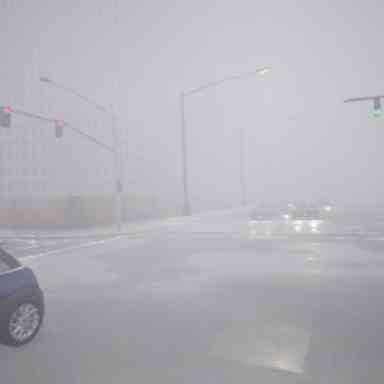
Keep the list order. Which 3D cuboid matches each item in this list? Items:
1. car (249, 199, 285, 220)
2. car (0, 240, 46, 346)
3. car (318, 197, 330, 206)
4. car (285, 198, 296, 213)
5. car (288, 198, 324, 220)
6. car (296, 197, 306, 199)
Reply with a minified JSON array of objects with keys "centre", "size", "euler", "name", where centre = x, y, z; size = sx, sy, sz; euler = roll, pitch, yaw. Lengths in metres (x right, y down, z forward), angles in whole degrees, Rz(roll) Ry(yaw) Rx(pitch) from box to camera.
[{"centre":[6.594,1.656,29.657],"size":[2.033,1.411,5.357],"euler":[-3,-1,24],"name":"car"},{"centre":[-4.216,1.566,4.148],"size":[2.097,1.767,4.553],"euler":[-2,-1,23],"name":"car"},{"centre":[19.736,1.455,50.352],"size":[1.895,1.301,4.718],"euler":[-3,-1,25],"name":"car"},{"centre":[10.040,1.569,37.113],"size":[1.837,1.490,4.892],"euler":[-3,0,24],"name":"car"},{"centre":[9.655,1.533,27.928],"size":[1.994,1.385,4.181],"euler":[-3,-1,24],"name":"car"},{"centre":[17.687,1.528,54.270],"size":[2.033,1.411,5.357],"euler":[-3,-1,25],"name":"car"}]
